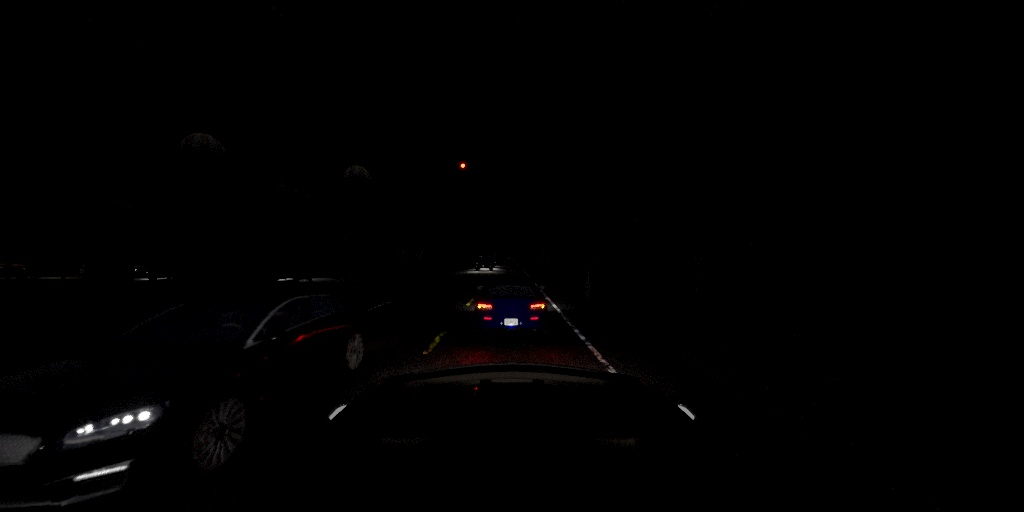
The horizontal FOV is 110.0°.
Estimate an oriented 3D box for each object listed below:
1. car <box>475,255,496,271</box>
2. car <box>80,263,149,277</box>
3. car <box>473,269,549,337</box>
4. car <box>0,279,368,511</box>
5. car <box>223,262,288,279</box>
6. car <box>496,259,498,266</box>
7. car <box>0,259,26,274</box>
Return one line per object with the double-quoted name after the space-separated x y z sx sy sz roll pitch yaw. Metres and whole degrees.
-3.787 0.934 49.824 2.150 2.045 5.566 0 0 0 "car"
-31.145 0.998 28.315 4.674 1.442 1.812 1 0 -1 "car"
-0.029 1.274 10.129 1.812 1.442 4.674 0 0 0 "car"
-3.609 1.242 4.815 2.128 1.511 4.902 0 0 0 "car"
-20.272 1.139 28.418 4.181 1.385 1.994 0 0 0 "car"
-3.809 1.298 59.991 1.895 1.301 4.718 0 0 0 "car"
-41.561 0.851 28.222 5.008 1.535 1.882 1 0 0 "car"
